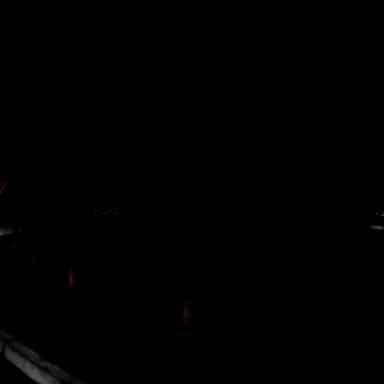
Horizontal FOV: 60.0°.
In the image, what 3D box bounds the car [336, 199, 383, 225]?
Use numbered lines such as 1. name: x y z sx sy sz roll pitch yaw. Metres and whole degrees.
1. car: 11.086 1.270 22.321 1.882 1.535 5.008 0 0 -24
